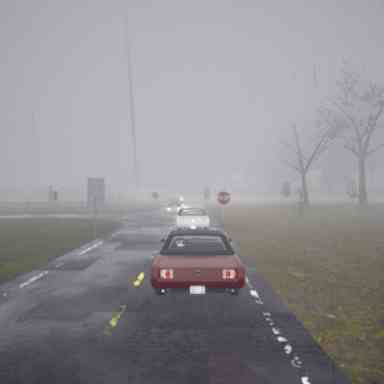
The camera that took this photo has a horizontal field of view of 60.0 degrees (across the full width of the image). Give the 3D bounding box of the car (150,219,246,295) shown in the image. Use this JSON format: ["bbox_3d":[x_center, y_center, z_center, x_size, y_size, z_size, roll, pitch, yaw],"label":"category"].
[{"bbox_3d":[0.114,1.620,8.694,1.895,1.301,4.718,0,0,0],"label":"car"}]

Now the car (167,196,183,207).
[{"bbox_3d":[-2.755,1.611,51.954,1.837,1.490,4.892,0,0,0],"label":"car"}]

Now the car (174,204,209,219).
[{"bbox_3d":[-0.061,1.646,20.789,1.895,1.301,4.718,0,0,-3],"label":"car"}]
